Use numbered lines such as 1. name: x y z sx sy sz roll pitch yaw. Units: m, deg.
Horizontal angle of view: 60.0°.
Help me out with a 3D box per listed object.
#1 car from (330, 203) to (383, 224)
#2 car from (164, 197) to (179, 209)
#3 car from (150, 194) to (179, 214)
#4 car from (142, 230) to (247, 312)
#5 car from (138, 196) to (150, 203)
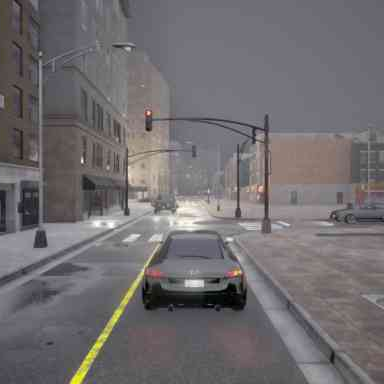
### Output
1. car: 12.059 1.515 23.606 4.181 1.385 1.994 0 0 0
2. car: -2.821 1.494 46.590 1.882 1.535 5.008 0 0 0
3. car: -2.831 1.232 36.180 2.150 2.045 5.566 0 0 0
4. car: 0.053 1.564 7.799 1.994 1.385 4.181 0 0 0
5. car: -8.963 1.596 69.975 4.674 1.442 1.812 0 0 9
